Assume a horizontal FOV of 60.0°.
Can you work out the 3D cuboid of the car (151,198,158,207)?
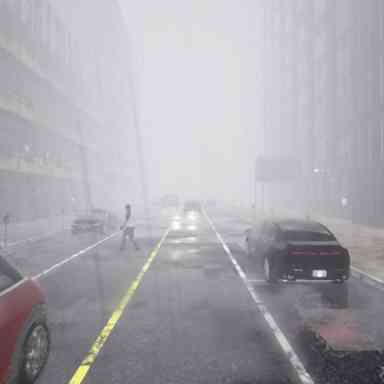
[{"bbox_3d":[-5.339,1.579,52.472,1.947,1.339,4.313,1,0,0],"label":"car"}]

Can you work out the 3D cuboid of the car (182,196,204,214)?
[{"bbox_3d":[0.058,1.513,35.156,1.837,1.490,4.892,0,0,0],"label":"car"}]

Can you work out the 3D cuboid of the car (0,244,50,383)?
[{"bbox_3d":[-2.852,1.352,2.319,2.097,1.767,4.553,0,0,0],"label":"car"}]

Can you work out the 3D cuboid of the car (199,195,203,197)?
[{"bbox_3d":[0.007,1.503,45.322,2.128,1.511,4.902,0,0,0],"label":"car"}]

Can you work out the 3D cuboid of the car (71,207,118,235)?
[{"bbox_3d":[-5.317,1.555,18.593,2.008,1.369,4.403,1,0,0],"label":"car"}]

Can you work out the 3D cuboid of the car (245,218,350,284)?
[{"bbox_3d":[2.743,1.508,9.577,1.837,1.490,4.892,0,0,0],"label":"car"}]

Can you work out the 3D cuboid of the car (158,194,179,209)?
[{"bbox_3d":[-2.877,1.233,44.865,2.150,2.045,5.566,0,0,0],"label":"car"}]

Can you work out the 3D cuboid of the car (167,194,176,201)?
[{"bbox_3d":[-5.359,1.467,86.351,1.967,1.590,4.097,1,0,0],"label":"car"}]

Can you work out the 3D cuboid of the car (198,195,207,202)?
[{"bbox_3d":[2.524,1.569,80.558,1.887,1.381,4.507,1,0,0],"label":"car"}]

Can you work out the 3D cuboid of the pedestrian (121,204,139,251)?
[{"bbox_3d":[-2.330,1.297,12.531,0.375,1.860,0.375,1,-1,0],"label":"pedestrian"}]

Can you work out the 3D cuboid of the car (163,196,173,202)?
[{"bbox_3d":[-5.353,1.603,75.058,1.802,1.307,4.206,1,0,0],"label":"car"}]

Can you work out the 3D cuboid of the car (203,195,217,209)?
[{"bbox_3d":[2.545,1.563,46.644,2.008,1.369,4.403,1,0,0],"label":"car"}]

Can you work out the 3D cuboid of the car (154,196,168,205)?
[{"bbox_3d":[-5.341,1.455,58.118,1.967,1.590,4.097,1,0,0],"label":"car"}]

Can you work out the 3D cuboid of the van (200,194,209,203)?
[{"bbox_3d":[2.534,1.360,69.253,1.690,1.788,3.998,1,0,0],"label":"van"}]
